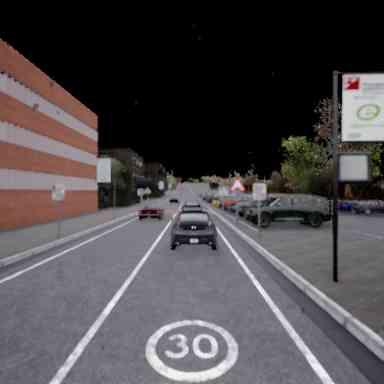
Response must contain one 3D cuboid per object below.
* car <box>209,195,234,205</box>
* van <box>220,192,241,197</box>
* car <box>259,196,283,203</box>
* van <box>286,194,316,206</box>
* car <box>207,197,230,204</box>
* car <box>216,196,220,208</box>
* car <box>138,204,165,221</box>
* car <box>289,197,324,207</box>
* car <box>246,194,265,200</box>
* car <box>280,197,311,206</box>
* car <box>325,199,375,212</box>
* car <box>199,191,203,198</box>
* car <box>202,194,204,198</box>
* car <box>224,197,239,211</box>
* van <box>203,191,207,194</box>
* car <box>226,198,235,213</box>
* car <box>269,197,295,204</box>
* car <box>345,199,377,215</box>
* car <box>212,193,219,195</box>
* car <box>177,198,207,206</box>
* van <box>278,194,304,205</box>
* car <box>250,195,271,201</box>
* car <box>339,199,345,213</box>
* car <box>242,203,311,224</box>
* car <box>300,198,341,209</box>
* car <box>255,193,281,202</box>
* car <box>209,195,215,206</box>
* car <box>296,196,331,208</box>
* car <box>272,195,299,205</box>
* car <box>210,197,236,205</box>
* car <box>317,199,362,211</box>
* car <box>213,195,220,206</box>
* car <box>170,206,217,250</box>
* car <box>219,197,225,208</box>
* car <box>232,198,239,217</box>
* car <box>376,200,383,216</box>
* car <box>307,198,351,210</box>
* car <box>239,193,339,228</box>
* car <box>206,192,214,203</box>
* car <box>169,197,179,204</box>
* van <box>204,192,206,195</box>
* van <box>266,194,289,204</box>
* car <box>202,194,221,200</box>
[{"bbox_3d":[5.684,1.533,64.458,4.553,1.767,2.185,0,0,-1],"label":"car"},{"bbox_3d":[6.107,1.356,41.856,4.442,1.987,1.878,0,0,-1],"label":"van"},{"bbox_3d":[18.049,1.664,76.130,5.008,1.535,2.097,0,1,-1],"label":"car"},{"bbox_3d":[18.461,1.404,56.232,4.442,1.987,1.878,0,0,-1],"label":"van"},{"bbox_3d":[5.565,1.718,70.107,4.674,1.452,2.002,0,0,-1],"label":"car"},{"bbox_3d":[5.945,1.632,44.679,4.674,1.452,2.002,0,0,-1],"label":"car"},{"bbox_3d":[-3.436,1.714,28.719,1.895,1.301,4.718,0,0,0],"label":"car"},{"bbox_3d":[18.390,1.620,53.533,5.008,1.535,2.097,0,0,-1],"label":"car"},{"bbox_3d":[17.801,1.426,93.080,5.008,1.535,2.097,0,1,-1],"label":"car"},{"bbox_3d":[18.310,1.640,59.055,4.892,1.521,2.231,0,0,-1],"label":"car"},{"bbox_3d":[18.593,1.572,39.292,5.008,1.535,2.097,0,0,-1],"label":"car"},{"bbox_3d":[5.329,1.299,84.251,5.566,2.045,2.435,0,1,-1],"label":"car"},{"bbox_3d":[5.444,1.671,78.606,4.674,1.452,2.002,0,1,-1],"label":"car"},{"bbox_3d":[6.077,1.603,36.203,4.674,1.452,2.002,0,0,-1],"label":"car"},{"bbox_3d":[5.516,1.364,81.429,4.442,1.987,1.878,0,1,-1],"label":"van"},{"bbox_3d":[6.114,1.593,33.377,4.674,1.452,2.002,0,0,-1],"label":"car"},{"bbox_3d":[18.211,1.698,67.524,4.792,1.488,2.163,0,0,-1],"label":"car"},{"bbox_3d":[18.678,1.554,33.645,4.892,1.521,2.231,0,0,-1],"label":"car"},{"bbox_3d":[5.852,1.495,53.156,4.553,1.767,2.185,0,0,-1],"label":"car"},{"bbox_3d":[-0.002,1.610,31.037,2.128,1.511,4.902,0,0,0],"label":"car"},{"bbox_3d":[18.380,1.423,61.882,4.442,1.987,1.878,0,0,-1],"label":"van"},{"bbox_3d":[17.897,1.510,87.309,4.892,1.521,2.231,0,1,-1],"label":"car"},{"bbox_3d":[18.635,1.562,36.469,5.008,1.535,2.097,0,0,-1],"label":"car"},{"bbox_3d":[6.240,1.558,24.900,4.674,1.452,2.002,0,0,-1],"label":"car"},{"bbox_3d":[18.464,1.601,47.887,5.008,1.535,2.097,0,0,-1],"label":"car"},{"bbox_3d":[17.985,1.376,78.960,5.566,2.045,2.435,0,1,-1],"label":"car"},{"bbox_3d":[5.678,1.608,50.327,5.366,1.575,1.946,0,0,-1],"label":"car"},{"bbox_3d":[18.458,1.485,50.711,4.553,1.767,2.185,0,0,-1],"label":"car"},{"bbox_3d":[18.188,1.533,64.826,4.553,1.767,2.185,0,0,-1],"label":"car"},{"bbox_3d":[5.697,1.689,61.631,4.674,1.452,2.002,0,0,-1],"label":"car"},{"bbox_3d":[18.585,1.611,42.116,4.792,1.488,2.163,0,0,-1],"label":"car"},{"bbox_3d":[6.091,1.598,47.507,5.366,1.575,1.946,0,0,-1],"label":"car"},{"bbox_3d":[0.072,1.579,14.781,1.837,1.490,4.892,0,0,0],"label":"car"},{"bbox_3d":[6.003,1.602,39.028,4.792,1.488,2.163,0,0,-1],"label":"car"},{"bbox_3d":[6.195,1.531,27.727,5.008,1.535,2.097,0,0,-1],"label":"car"},{"bbox_3d":[18.777,1.532,27.999,4.892,1.521,2.231,0,0,-1],"label":"car"},{"bbox_3d":[18.516,1.592,45.064,5.008,1.535,2.097,0,0,-1],"label":"car"},{"bbox_3d":[6.257,1.254,22.076,5.566,2.045,2.435,0,0,-1],"label":"car"},{"bbox_3d":[5.765,1.388,58.807,5.566,2.045,2.435,0,0,-1],"label":"car"},{"bbox_3d":[-3.738,1.769,69.207,1.895,1.301,4.718,0,0,-1],"label":"car"},{"bbox_3d":[5.598,1.440,75.899,4.442,1.987,1.878,0,1,-1],"label":"van"},{"bbox_3d":[18.020,1.452,70.349,4.442,1.987,1.878,0,0,-1],"label":"van"},{"bbox_3d":[5.416,1.426,92.733,5.366,1.575,1.946,0,1,-1],"label":"car"}]
